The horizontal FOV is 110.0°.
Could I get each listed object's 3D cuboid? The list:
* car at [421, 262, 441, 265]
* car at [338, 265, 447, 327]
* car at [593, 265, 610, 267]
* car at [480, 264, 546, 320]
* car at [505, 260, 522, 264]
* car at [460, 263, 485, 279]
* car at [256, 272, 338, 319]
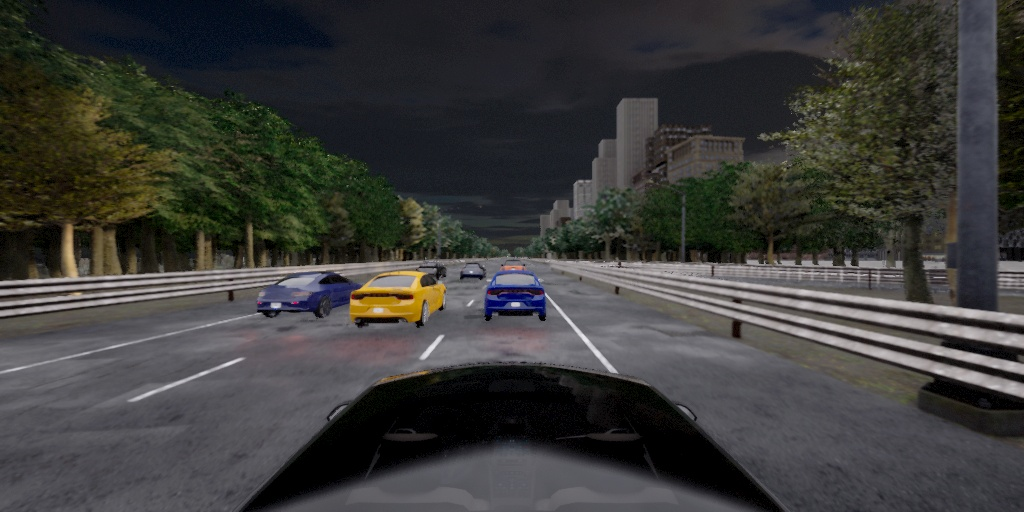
[{"bbox_3d":[-6.895,1.245,31.203,2.128,1.511,4.902,0,0,0],"label":"car"},{"bbox_3d":[-3.397,1.229,11.590,1.882,1.535,5.008,0,0,0],"label":"car"},{"bbox_3d":[11.747,1.438,51.367,1.895,1.301,4.718,0,0,-26],"label":"car"},{"bbox_3d":[0.104,1.229,12.677,1.882,1.535,5.008,0,0,0],"label":"car"},{"bbox_3d":[0.108,1.105,31.005,2.097,1.767,4.553,0,0,0],"label":"car"},{"bbox_3d":[-3.391,1.317,31.878,1.994,1.385,4.181,0,0,0],"label":"car"},{"bbox_3d":[-6.898,1.277,12.784,1.812,1.442,4.674,0,0,0],"label":"car"}]
